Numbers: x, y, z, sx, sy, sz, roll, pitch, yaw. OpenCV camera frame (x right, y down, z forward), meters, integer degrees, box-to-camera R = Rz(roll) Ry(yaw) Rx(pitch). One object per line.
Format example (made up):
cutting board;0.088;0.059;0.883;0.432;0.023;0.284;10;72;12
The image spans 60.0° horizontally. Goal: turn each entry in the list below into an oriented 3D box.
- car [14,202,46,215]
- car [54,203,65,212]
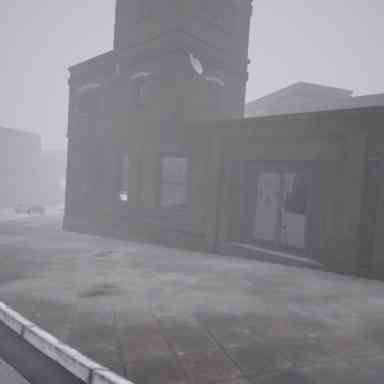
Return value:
car;-19.773;1.991;40.868;2.128;1.511;4.902;4;-1;3
car;-18.611;2.363;50.782;2.033;1.411;5.357;4;-1;16
